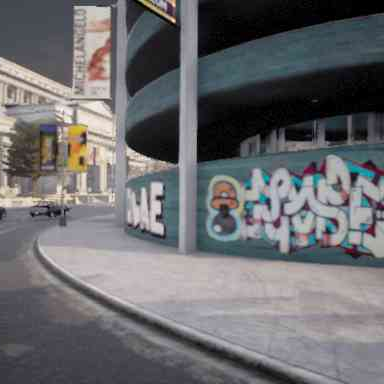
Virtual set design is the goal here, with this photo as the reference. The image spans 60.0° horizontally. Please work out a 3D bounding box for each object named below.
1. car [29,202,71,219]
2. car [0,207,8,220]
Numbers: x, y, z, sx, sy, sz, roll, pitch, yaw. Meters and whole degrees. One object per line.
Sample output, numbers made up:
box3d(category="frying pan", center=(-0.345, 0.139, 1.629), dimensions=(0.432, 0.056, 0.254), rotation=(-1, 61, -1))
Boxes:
box3d(category="car", center=(-13.100, 1.644, 31.014), dimensions=(2.128, 1.511, 4.902), rotation=(0, 0, 6))
box3d(category="car", center=(-16.773, 1.447, 26.608), dimensions=(2.097, 1.767, 4.553), rotation=(1, 0, -2))
